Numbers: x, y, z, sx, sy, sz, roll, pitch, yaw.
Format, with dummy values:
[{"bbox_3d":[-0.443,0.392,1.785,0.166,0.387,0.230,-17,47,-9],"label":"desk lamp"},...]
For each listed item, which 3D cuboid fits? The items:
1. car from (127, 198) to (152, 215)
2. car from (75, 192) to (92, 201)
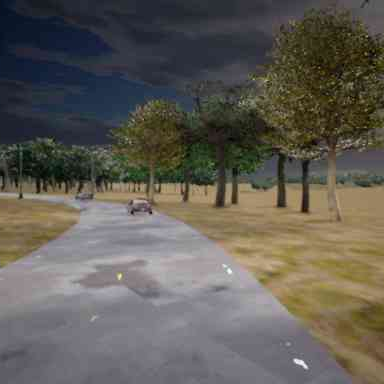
[{"bbox_3d":[-4.877,1.291,30.642,1.812,1.442,4.674,-1,0,-17],"label":"car"},{"bbox_3d":[-19.426,0.779,59.409,2.128,1.511,4.902,-1,1,-35],"label":"car"}]
